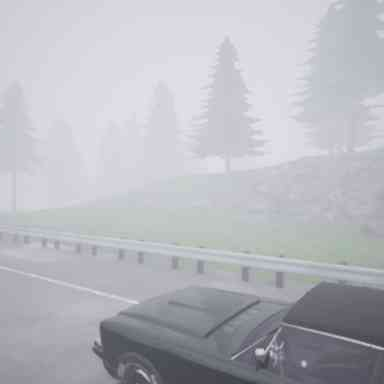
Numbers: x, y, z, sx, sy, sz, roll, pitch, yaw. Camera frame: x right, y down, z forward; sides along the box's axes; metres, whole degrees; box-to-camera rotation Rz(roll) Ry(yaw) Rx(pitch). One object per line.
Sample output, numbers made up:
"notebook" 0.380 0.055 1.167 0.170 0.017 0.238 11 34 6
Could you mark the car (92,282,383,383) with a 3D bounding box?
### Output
"car" 1.228 1.613 3.146 4.718 1.301 1.895 0 0 35
